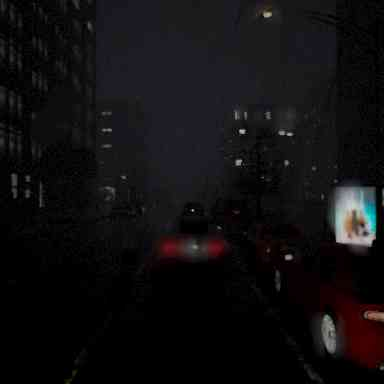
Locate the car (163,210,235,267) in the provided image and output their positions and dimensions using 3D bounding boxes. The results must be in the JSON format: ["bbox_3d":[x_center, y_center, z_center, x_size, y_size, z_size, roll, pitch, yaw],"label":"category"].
[{"bbox_3d":[0.060,1.563,11.469,2.033,1.411,5.357,0,0,0],"label":"car"}]

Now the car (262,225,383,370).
[{"bbox_3d":[2.697,1.553,5.800,1.887,1.381,4.507,1,0,0],"label":"car"}]

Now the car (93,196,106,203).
[{"bbox_3d":[-17.263,1.338,57.996,4.507,1.381,1.887,1,-2,0],"label":"car"}]

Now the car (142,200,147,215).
[{"bbox_3d":[-5.688,1.485,33.597,1.967,1.590,4.097,1,0,0],"label":"car"}]

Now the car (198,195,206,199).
[{"bbox_3d":[2.682,1.660,82.634,1.887,1.381,4.507,1,0,0],"label":"car"}]

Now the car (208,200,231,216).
[{"bbox_3d":[2.691,1.590,33.598,1.887,1.381,4.507,1,0,0],"label":"car"}]

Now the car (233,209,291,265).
[{"bbox_3d":[2.697,1.541,11.530,1.752,1.417,4.829,1,0,0],"label":"car"}]

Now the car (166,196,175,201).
[{"bbox_3d":[-5.701,1.669,88.170,1.887,1.381,4.507,1,0,0],"label":"car"}]

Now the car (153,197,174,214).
[{"bbox_3d":[-3.097,1.575,36.758,1.812,1.442,4.674,0,0,0],"label":"car"}]

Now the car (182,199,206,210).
[{"bbox_3d":[0.080,1.606,31.518,1.994,1.385,4.181,0,0,0],"label":"car"}]

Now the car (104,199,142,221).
[{"bbox_3d":[-5.688,1.563,27.868,1.752,1.417,4.829,1,0,0],"label":"car"}]

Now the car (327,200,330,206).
[{"bbox_3d":[26.244,2.090,66.680,4.829,1.417,1.752,1,-1,0],"label":"car"}]

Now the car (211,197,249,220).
[{"bbox_3d":[2.696,1.345,22.478,2.192,1.841,5.009,1,0,0],"label":"car"}]

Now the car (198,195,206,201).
[{"bbox_3d":[2.681,1.564,88.158,1.967,1.590,4.097,1,0,0],"label":"car"}]

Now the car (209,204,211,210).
[{"bbox_3d":[2.694,1.353,28.038,2.192,1.841,5.009,1,0,0],"label":"car"}]

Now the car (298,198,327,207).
[{"bbox_3d":[20.836,1.828,58.327,4.097,1.590,1.967,1,-2,0],"label":"car"}]
